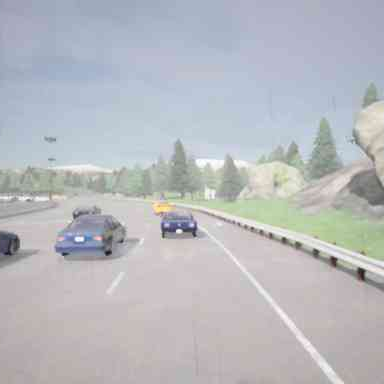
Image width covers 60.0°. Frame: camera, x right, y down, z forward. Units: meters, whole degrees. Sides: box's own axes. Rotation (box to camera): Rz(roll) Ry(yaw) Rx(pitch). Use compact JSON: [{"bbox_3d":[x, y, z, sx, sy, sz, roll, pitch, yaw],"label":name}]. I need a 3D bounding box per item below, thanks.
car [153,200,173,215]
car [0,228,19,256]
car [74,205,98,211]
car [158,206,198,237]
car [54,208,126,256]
[{"bbox_3d":[-3.193,1.650,36.522,1.882,1.535,5.008,0,0,-10],"label":"car"},{"bbox_3d":[-7.260,1.599,10.461,1.812,1.442,4.674,0,0,-3],"label":"car"},{"bbox_3d":[-9.098,1.764,29.260,1.895,1.301,4.718,0,0,-8],"label":"car"},{"bbox_3d":[-0.819,1.687,18.759,1.895,1.301,4.718,0,0,-5],"label":"car"},{"bbox_3d":[-3.904,1.622,13.547,2.033,1.411,5.357,0,0,-4],"label":"car"}]
